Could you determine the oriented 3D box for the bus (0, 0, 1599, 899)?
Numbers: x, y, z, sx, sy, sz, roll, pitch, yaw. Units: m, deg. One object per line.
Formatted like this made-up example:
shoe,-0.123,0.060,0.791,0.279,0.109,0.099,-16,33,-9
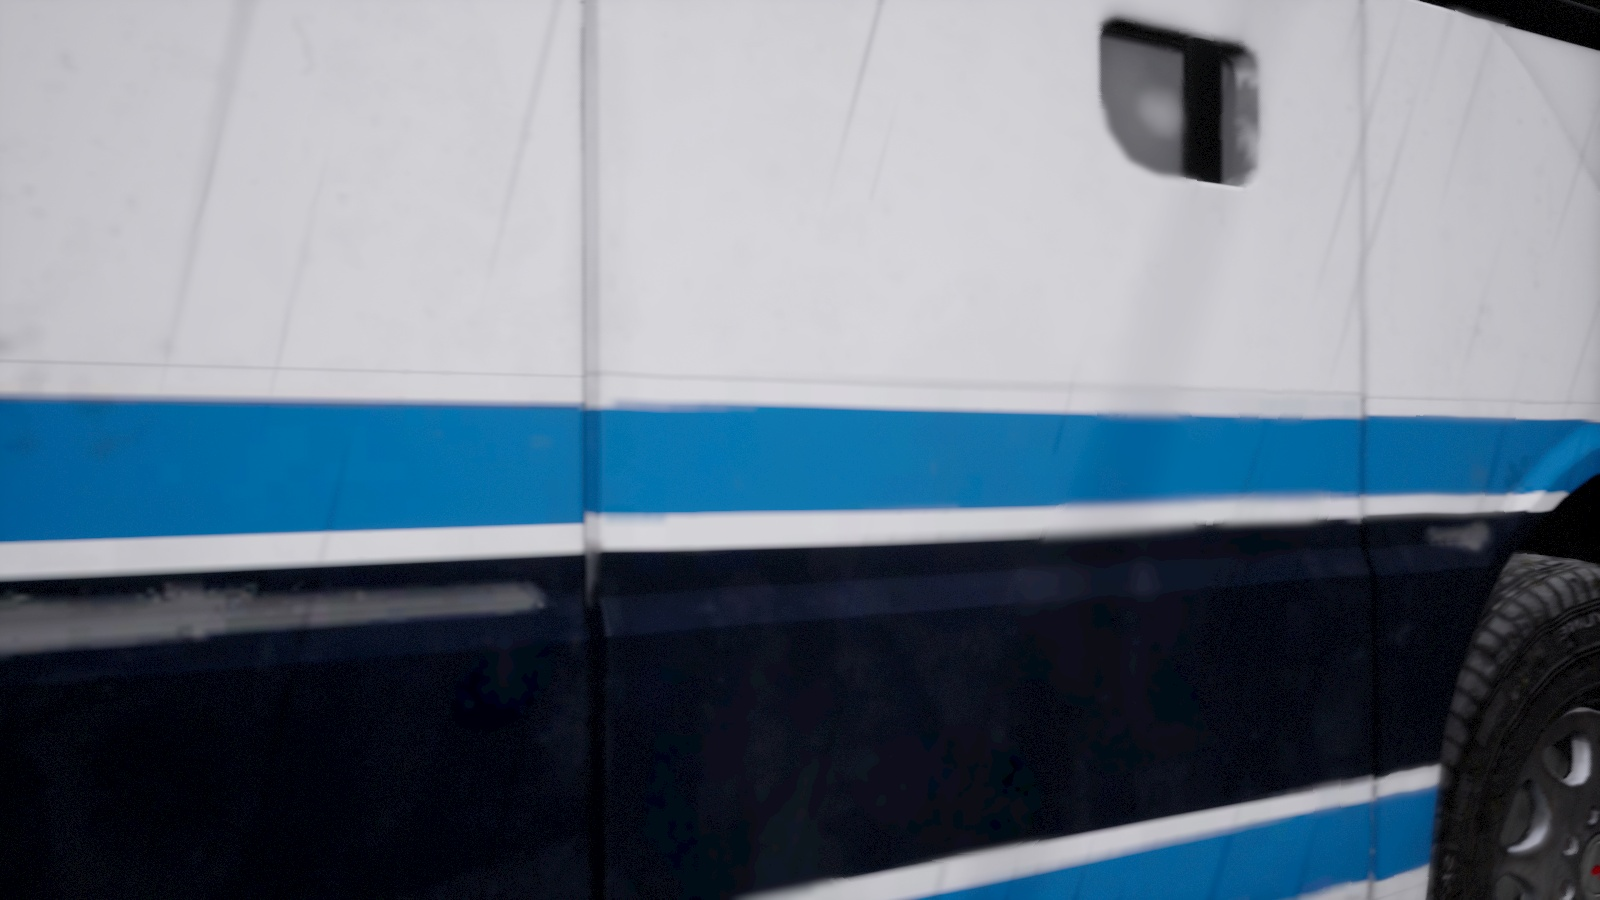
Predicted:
bus,-1.658,-0.623,2.463,10.273,4.253,3.944,0,0,-29
